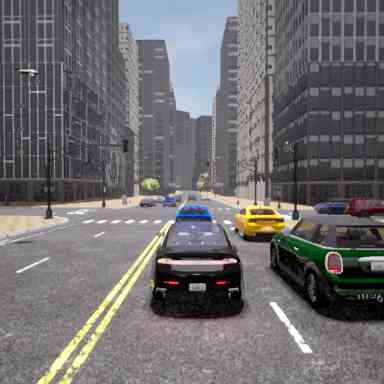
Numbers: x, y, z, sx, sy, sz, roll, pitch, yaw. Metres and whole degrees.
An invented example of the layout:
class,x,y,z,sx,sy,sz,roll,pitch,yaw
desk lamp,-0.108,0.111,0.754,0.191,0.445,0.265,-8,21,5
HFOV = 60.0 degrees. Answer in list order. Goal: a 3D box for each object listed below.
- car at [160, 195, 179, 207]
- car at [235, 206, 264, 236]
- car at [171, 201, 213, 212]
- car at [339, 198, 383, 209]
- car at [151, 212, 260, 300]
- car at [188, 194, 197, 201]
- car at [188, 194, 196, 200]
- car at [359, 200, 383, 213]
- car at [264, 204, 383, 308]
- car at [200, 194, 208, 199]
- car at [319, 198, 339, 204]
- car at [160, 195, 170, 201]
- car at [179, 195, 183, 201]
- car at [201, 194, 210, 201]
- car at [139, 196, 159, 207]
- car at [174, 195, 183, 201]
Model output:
class,x,y,z,sx,sy,sz,roll,pitch,yaw
car,-3.300,1.485,49.562,1.812,1.442,4.674,0,0,0
car,3.363,1.466,17.255,1.882,1.535,5.008,0,0,0
car,0.118,1.466,17.868,1.882,1.535,5.008,0,0,1
car,16.225,1.515,29.453,5.009,1.841,2.192,1,0,1
car,0.105,1.487,8.364,2.128,1.511,4.902,0,0,0
car,0.065,1.263,80.641,2.097,1.767,4.553,0,0,0
car,0.073,1.256,90.673,2.128,1.511,4.902,0,0,0
car,21.840,1.638,37.734,4.829,1.417,1.752,1,0,1
car,3.356,1.347,8.076,2.097,1.767,4.553,0,0,0
car,3.323,1.326,90.700,1.895,1.301,4.718,0,0,0
car,15.399,1.451,35.248,4.553,1.767,2.097,1,1,1
car,-6.436,1.417,79.691,1.837,1.490,4.892,0,0,0
car,-3.221,1.501,66.615,1.994,1.385,4.181,0,0,0
car,3.316,1.503,80.698,1.895,1.301,4.718,0,0,0
car,-6.545,1.506,49.134,2.033,1.411,5.357,0,0,0
car,-3.187,1.442,78.713,1.812,1.442,4.674,0,0,0
